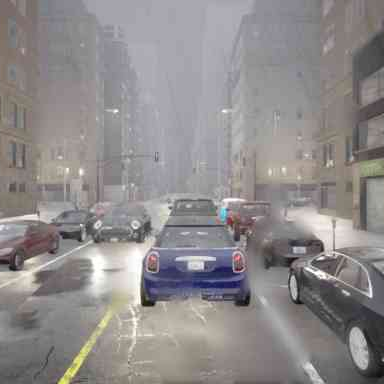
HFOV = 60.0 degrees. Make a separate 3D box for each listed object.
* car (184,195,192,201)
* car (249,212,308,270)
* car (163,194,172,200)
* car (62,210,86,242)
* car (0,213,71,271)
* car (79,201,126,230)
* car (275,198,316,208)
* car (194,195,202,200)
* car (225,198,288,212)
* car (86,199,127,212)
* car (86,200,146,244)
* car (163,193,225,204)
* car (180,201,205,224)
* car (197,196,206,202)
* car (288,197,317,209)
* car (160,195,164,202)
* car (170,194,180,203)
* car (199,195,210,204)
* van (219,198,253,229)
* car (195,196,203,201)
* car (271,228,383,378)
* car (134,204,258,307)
[{"bbox_3d":[-1.099,1.616,91.021,1.994,1.385,4.181,0,0,-1],"label":"car"},{"bbox_3d":[2.831,1.566,10.850,1.947,1.339,4.313,0,0,0],"label":"car"},{"bbox_3d":[-6.841,1.391,93.850,2.192,1.841,5.009,0,0,-1],"label":"car"},{"bbox_3d":[-5.710,1.566,16.342,1.947,1.339,4.313,0,0,0],"label":"car"},{"bbox_3d":[-5.694,1.582,10.817,1.802,1.307,4.206,0,0,0],"label":"car"},{"bbox_3d":[-5.726,1.441,21.867,1.967,1.590,4.097,0,0,0],"label":"car"},{"bbox_3d":[15.047,1.541,48.741,5.357,1.411,2.033,0,0,0],"label":"car"},{"bbox_3d":[1.682,1.620,94.048,1.887,1.381,4.507,0,0,-1],"label":"car"},{"bbox_3d":[2.816,1.315,16.374,2.192,1.841,5.009,0,0,0],"label":"car"},{"bbox_3d":[-9.873,1.568,38.579,4.181,1.385,1.994,0,0,-1],"label":"car"},{"bbox_3d":[-3.131,1.352,15.739,2.097,1.767,4.553,0,0,0],"label":"car"},{"bbox_3d":[0.058,1.222,15.487,2.150,2.045,5.566,0,0,0],"label":"car"},{"bbox_3d":[0.025,1.526,26.053,1.812,1.442,4.674,0,0,-1],"label":"car"},{"bbox_3d":[2.105,1.622,77.093,1.802,1.307,4.206,0,0,-1],"label":"car"},{"bbox_3d":[14.912,1.481,45.489,4.902,1.511,2.128,0,0,0],"label":"car"},{"bbox_3d":[-6.417,1.480,76.890,1.967,1.590,4.097,0,0,-1],"label":"car"},{"bbox_3d":[-3.613,1.389,71.362,2.097,1.767,4.553,0,0,-1],"label":"car"},{"bbox_3d":[2.386,1.468,65.787,1.967,1.590,4.097,0,0,-1],"label":"car"},{"bbox_3d":[2.800,1.342,21.898,1.690,1.788,3.998,0,0,0],"label":"van"},{"bbox_3d":[1.824,1.640,88.395,1.802,1.307,4.206,0,0,-1],"label":"car"},{"bbox_3d":[2.848,1.551,5.327,2.008,1.369,4.403,0,0,0],"label":"car"},{"bbox_3d":[0.029,1.352,8.152,2.097,1.767,4.553,0,0,-1],"label":"car"}]
